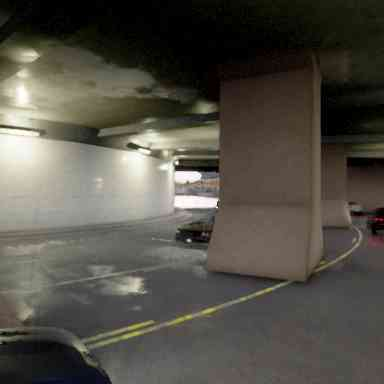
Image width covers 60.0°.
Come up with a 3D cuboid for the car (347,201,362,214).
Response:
[{"bbox_3d":[18.009,1.797,38.828,1.812,1.442,4.674,0,0,-2],"label":"car"}]

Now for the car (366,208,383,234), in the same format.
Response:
[{"bbox_3d":[11.660,1.676,19.970,1.812,1.442,4.674,0,0,23],"label":"car"}]

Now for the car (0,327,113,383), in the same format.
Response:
[{"bbox_3d":[-3.067,1.540,1.682,5.357,1.411,2.033,0,0,-34],"label":"car"}]

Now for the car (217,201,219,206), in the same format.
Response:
[{"bbox_3d":[5.611,1.864,57.507,1.994,1.385,4.181,0,0,-6],"label":"car"}]

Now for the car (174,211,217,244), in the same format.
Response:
[{"bbox_3d":[1.441,1.629,15.842,2.033,1.411,5.357,0,0,36],"label":"car"}]
